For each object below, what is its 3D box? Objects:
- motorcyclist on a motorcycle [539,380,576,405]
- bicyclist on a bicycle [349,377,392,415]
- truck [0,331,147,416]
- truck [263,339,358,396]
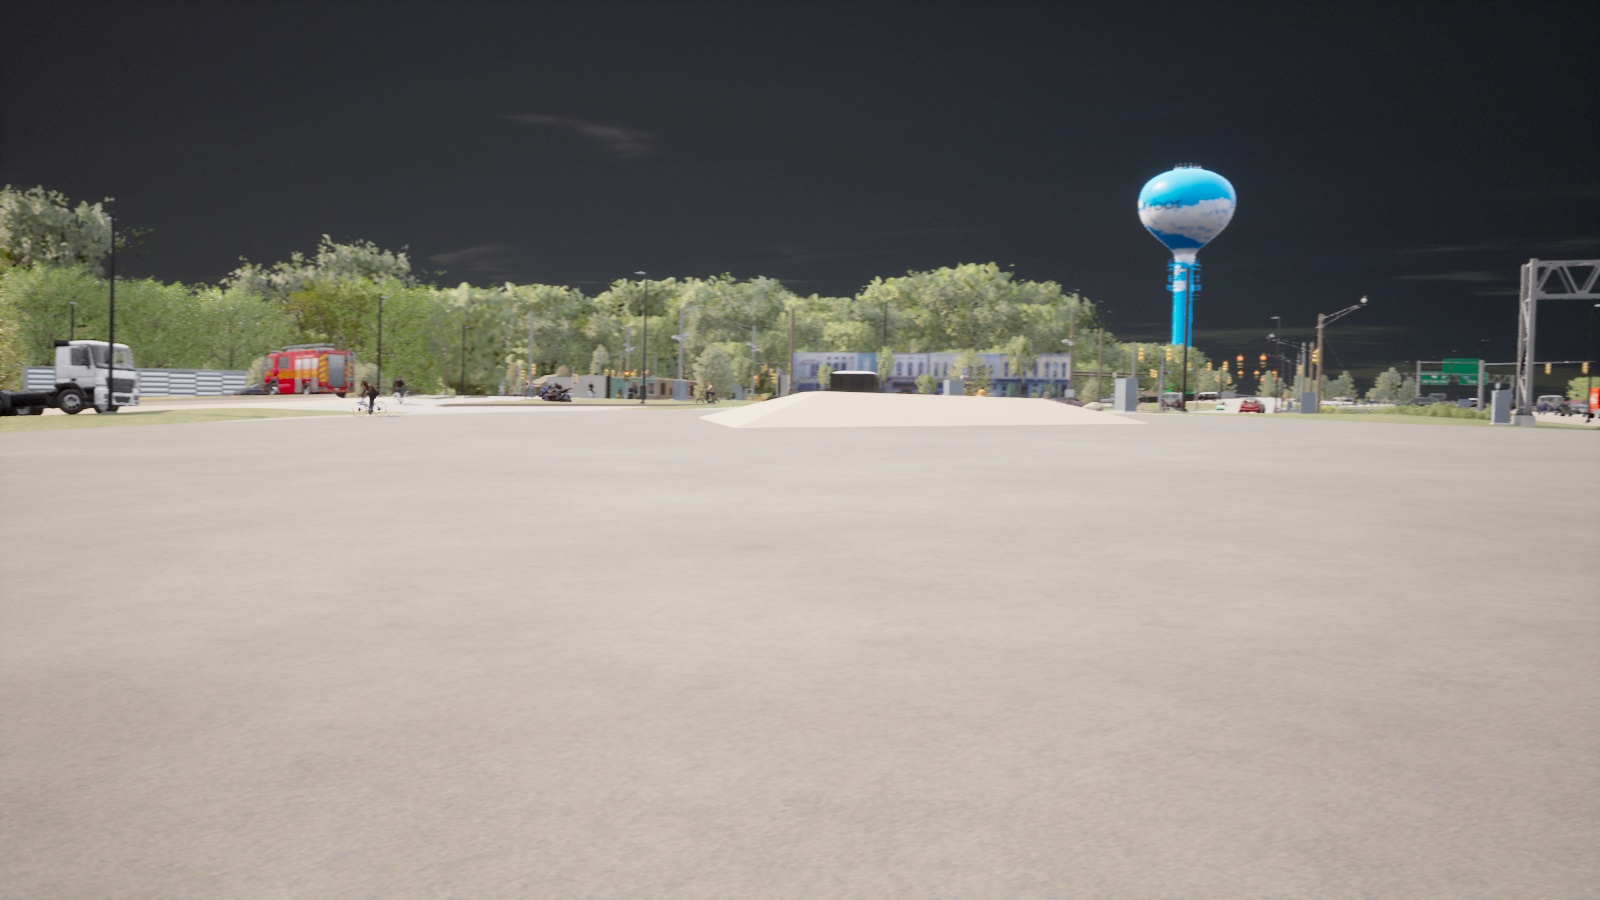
[{"bbox_3d":[-15.798,-3.769,81.846,2.191,1.530,0.866,3,1,24],"label":"motorcyclist on a motorcycle"},{"bbox_3d":[-18.769,-2.373,54.895,0.582,1.620,1.656,3,5,41],"label":"bicyclist on a bicycle"},{"bbox_3d":[-35.067,-3.486,58.412,7.936,3.462,2.891,-2,0,6],"label":"truck"},{"bbox_3d":[-35.695,-5.902,91.389,8.468,3.827,2.891,1,1,42],"label":"truck"}]
